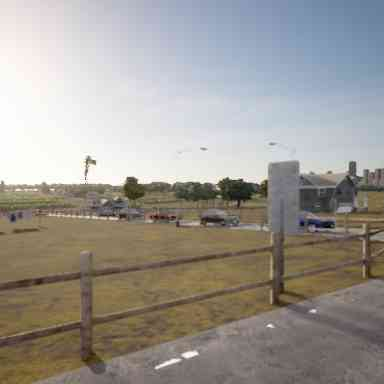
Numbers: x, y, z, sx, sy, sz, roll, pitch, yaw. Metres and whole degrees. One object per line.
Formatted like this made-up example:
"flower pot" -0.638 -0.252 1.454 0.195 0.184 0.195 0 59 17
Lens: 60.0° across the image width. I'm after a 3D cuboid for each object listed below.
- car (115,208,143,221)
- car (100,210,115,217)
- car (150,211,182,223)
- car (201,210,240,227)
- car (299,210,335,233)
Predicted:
"car" -8.932 3.152 48.060 2.097 1.767 4.553 0 -3 -35
"car" -16.121 4.074 63.109 1.994 1.385 4.181 0 -3 -36
"car" -3.141 2.983 39.908 1.895 1.301 4.718 0 -3 -36
"car" 2.571 2.508 31.913 1.812 1.442 4.674 0 -2 -35
"car" 7.968 2.092 24.373 1.882 1.535 5.008 0 -2 -36
